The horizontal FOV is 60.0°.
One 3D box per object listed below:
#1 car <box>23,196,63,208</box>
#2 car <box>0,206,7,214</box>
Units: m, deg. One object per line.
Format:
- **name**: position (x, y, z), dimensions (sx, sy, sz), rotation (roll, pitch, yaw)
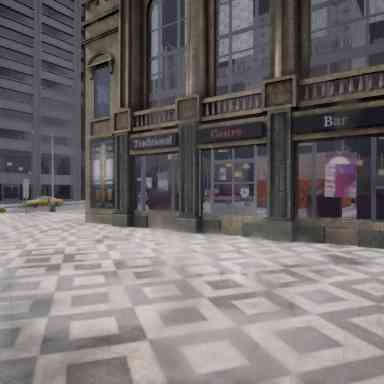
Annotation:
- **car**: position (-18.577, 1.145, 41.619), dimensions (1.752, 1.417, 4.829), rotation (1, 2, 36)
- **car**: position (-18.097, 1.342, 27.718), dimensions (1.752, 1.417, 4.829), rotation (1, 2, 36)
